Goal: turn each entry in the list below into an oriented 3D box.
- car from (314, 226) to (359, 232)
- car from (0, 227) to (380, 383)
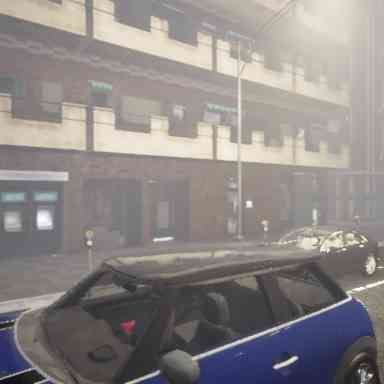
[{"bbox_3d":[3.392,1.636,9.010,4.403,1.369,2.008,1,-1,-36],"label":"car"},{"bbox_3d":[-0.297,1.368,3.042,4.553,1.767,2.097,1,0,-36],"label":"car"}]
